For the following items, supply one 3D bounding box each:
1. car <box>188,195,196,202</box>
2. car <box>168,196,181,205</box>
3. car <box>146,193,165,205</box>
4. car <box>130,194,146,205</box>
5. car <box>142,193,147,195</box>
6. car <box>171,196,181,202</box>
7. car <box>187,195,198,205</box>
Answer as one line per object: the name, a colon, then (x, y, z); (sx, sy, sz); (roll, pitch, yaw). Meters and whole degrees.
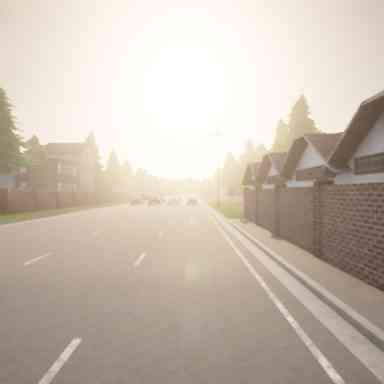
car: (0.005, 1.522, 74.979); (1.837, 1.490, 4.892); (0, 0, 0)
car: (-3.459, 1.673, 63.175); (1.812, 1.442, 4.674); (0, -1, 1)
car: (-6.953, 1.499, 63.633); (2.097, 1.767, 4.553); (0, 0, 1)
car: (-10.458, 1.649, 63.326); (1.837, 1.490, 4.892); (0, -1, 1)
car: (-10.495, 1.316, 75.841); (2.150, 2.045, 5.566); (0, 0, 0)
car: (-3.495, 1.562, 74.979); (2.033, 1.411, 5.357); (0, 0, 0)
car: (0.044, 1.674, 63.503); (1.812, 1.442, 4.674); (0, -1, 1)
